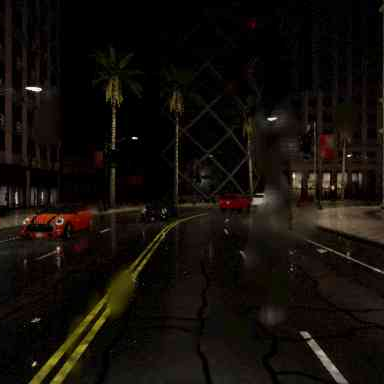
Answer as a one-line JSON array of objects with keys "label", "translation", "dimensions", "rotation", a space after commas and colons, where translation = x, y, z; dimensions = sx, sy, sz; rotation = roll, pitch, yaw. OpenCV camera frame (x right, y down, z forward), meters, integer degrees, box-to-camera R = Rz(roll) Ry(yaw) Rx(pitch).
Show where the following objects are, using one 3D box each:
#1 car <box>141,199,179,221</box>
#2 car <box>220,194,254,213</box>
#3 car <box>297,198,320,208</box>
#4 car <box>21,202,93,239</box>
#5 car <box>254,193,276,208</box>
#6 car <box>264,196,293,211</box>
[{"label": "car", "translation": [-2.490, 1.415, 26.772], "dimensions": [2.097, 1.767, 4.553], "rotation": [0, 0, 11]}, {"label": "car", "translation": [4.866, 1.221, 36.984], "dimensions": [2.150, 2.045, 5.566], "rotation": [0, 0, 25]}, {"label": "car", "translation": [16.555, 1.564, 46.944], "dimensions": [4.181, 1.385, 1.994], "rotation": [0, 0, -43]}, {"label": "car", "translation": [-6.766, 1.352, 17.147], "dimensions": [2.097, 1.767, 4.553], "rotation": [0, 0, 3]}, {"label": "car", "translation": [10.486, 1.221, 45.966], "dimensions": [2.150, 2.045, 5.566], "rotation": [0, 0, 42]}, {"label": "car", "translation": [10.683, 1.526, 40.079], "dimensions": [1.812, 1.442, 4.674], "rotation": [0, 0, 32]}]
